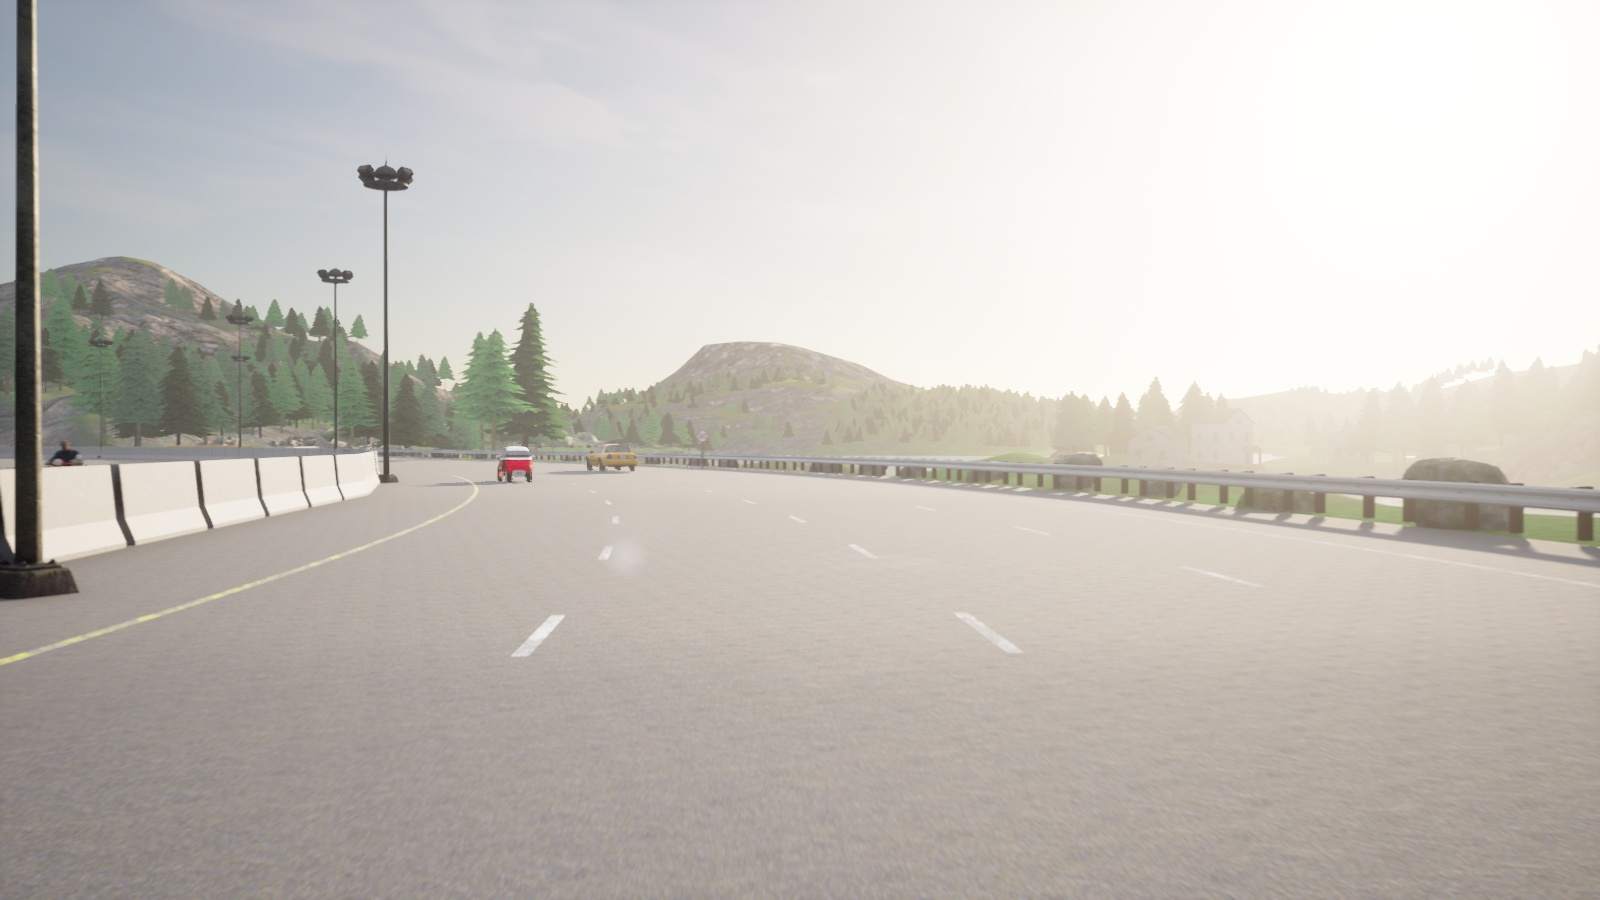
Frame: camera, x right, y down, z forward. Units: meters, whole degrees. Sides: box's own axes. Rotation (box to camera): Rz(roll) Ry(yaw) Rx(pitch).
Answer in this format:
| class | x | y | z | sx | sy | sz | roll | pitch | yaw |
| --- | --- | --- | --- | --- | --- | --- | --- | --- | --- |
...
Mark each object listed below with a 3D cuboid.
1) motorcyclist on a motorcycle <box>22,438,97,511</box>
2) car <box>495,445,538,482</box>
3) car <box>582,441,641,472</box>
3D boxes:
| class | x | y | z | sx | sy | sz | roll | pitch | yaw |
| --- | --- | --- | --- | --- | --- | --- | --- | --- | --- |
| motorcyclist on a motorcycle | -16.699 | 0.533 | 28.374 | 0.866 | 1.590 | 1.817 | -1 | 1 | -11 |
| car | -11.104 | 0.519 | 49.142 | 1.481 | 1.376 | 2.207 | 0 | 1 | -18 |
| car | -10.030 | 0.306 | 66.533 | 1.801 | 1.575 | 5.366 | 0 | 0 | -23 |
